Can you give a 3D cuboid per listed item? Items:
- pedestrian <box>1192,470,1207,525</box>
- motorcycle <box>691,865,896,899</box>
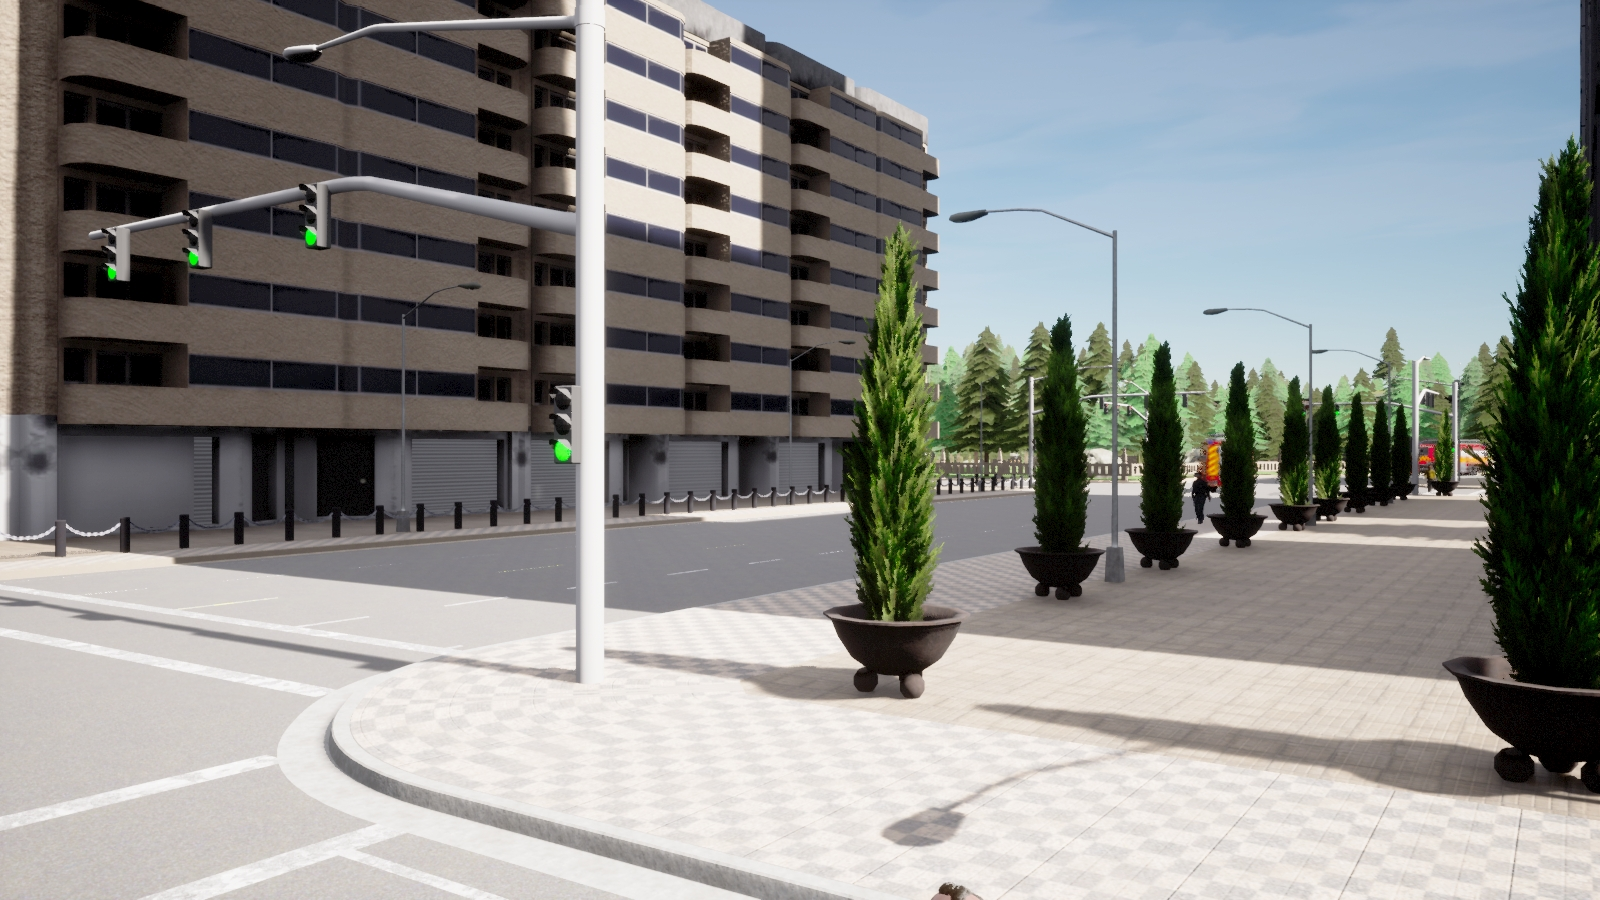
[{"bbox_3d":[13.790,1.639,39.419,0.375,1.860,0.375,0,0,39],"label":"pedestrian"},{"bbox_3d":[0.516,2.205,3.364,2.209,1.251,0.867,0,0,34],"label":"motorcycle"}]
